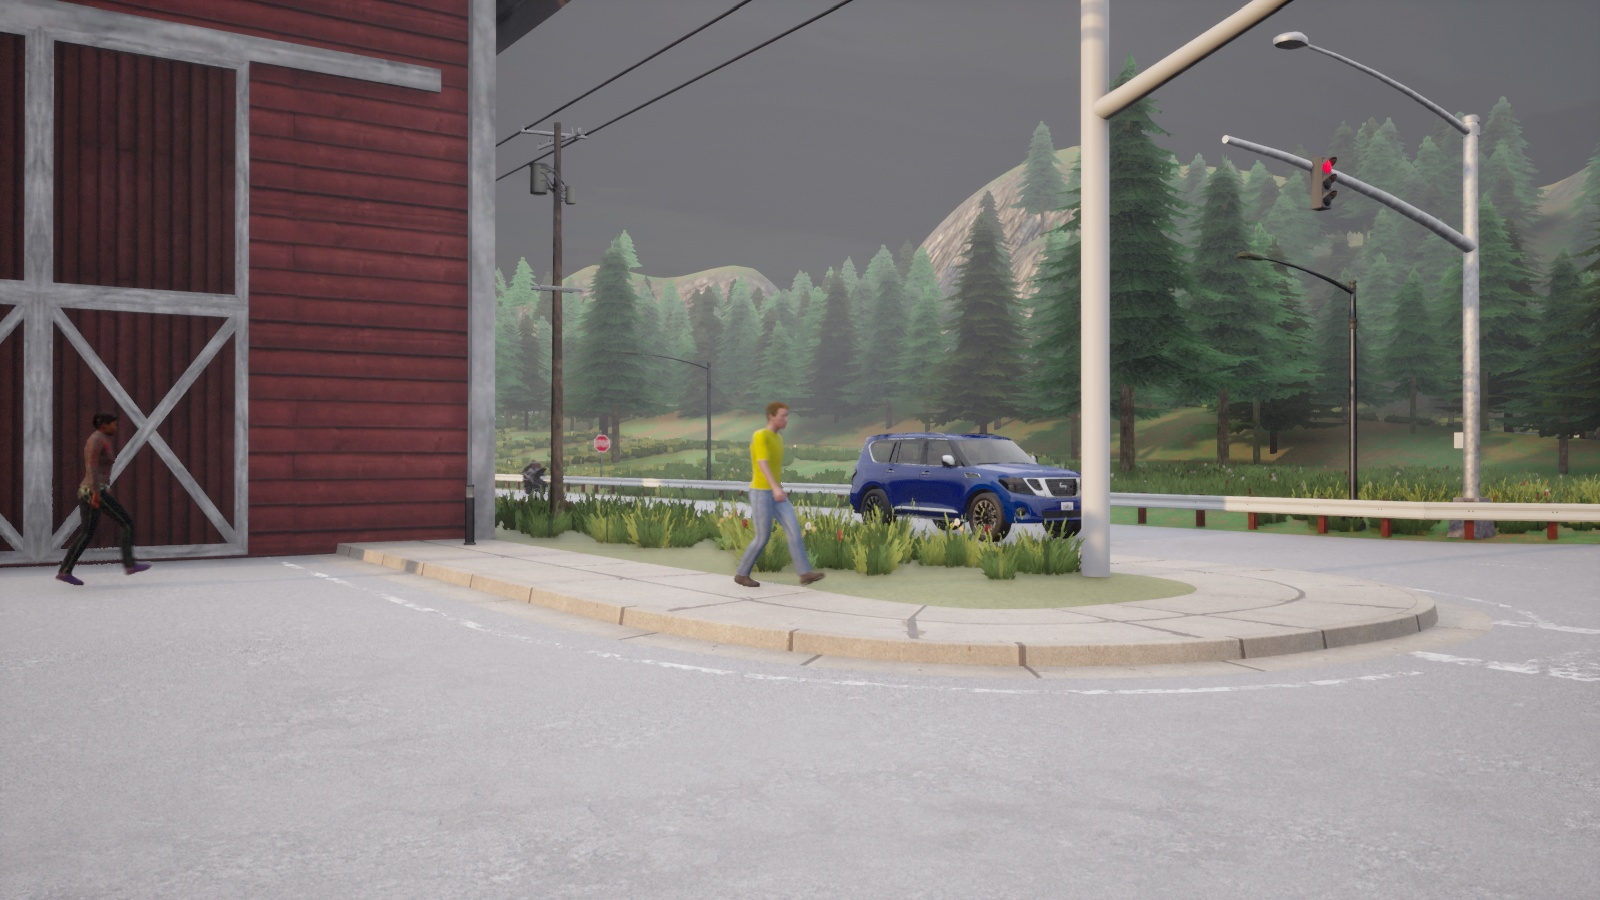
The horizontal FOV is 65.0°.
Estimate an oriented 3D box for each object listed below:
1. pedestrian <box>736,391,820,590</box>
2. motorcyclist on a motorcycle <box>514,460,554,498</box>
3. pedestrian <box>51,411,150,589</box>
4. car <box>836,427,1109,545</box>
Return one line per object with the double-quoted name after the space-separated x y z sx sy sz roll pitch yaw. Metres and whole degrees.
-0.205 0.372 11.906 0.706 1.836 0.354 0 0 28 "pedestrian"
-11.080 1.200 52.324 0.866 1.530 2.191 0 0 -34 "motorcyclist on a motorcycle"
-7.337 0.510 13.174 0.869 1.805 0.328 0 0 -38 "pedestrian"
3.205 0.646 24.696 2.150 2.045 5.566 0 0 -34 "car"
